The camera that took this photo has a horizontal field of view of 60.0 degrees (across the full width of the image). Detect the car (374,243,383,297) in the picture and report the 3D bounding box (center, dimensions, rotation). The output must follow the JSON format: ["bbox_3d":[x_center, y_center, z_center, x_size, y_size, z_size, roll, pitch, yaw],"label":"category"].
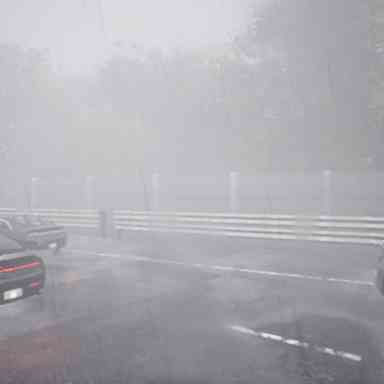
[{"bbox_3d":[6.107,1.168,5.375,5.566,2.045,2.150,-1,0,25],"label":"car"}]

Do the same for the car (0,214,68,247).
[{"bbox_3d":[-6.695,1.551,11.983,4.902,1.511,2.128,0,0,28],"label":"car"}]

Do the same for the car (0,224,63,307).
[{"bbox_3d":[-5.168,1.548,7.063,4.892,1.490,1.837,-1,0,31],"label":"car"}]
